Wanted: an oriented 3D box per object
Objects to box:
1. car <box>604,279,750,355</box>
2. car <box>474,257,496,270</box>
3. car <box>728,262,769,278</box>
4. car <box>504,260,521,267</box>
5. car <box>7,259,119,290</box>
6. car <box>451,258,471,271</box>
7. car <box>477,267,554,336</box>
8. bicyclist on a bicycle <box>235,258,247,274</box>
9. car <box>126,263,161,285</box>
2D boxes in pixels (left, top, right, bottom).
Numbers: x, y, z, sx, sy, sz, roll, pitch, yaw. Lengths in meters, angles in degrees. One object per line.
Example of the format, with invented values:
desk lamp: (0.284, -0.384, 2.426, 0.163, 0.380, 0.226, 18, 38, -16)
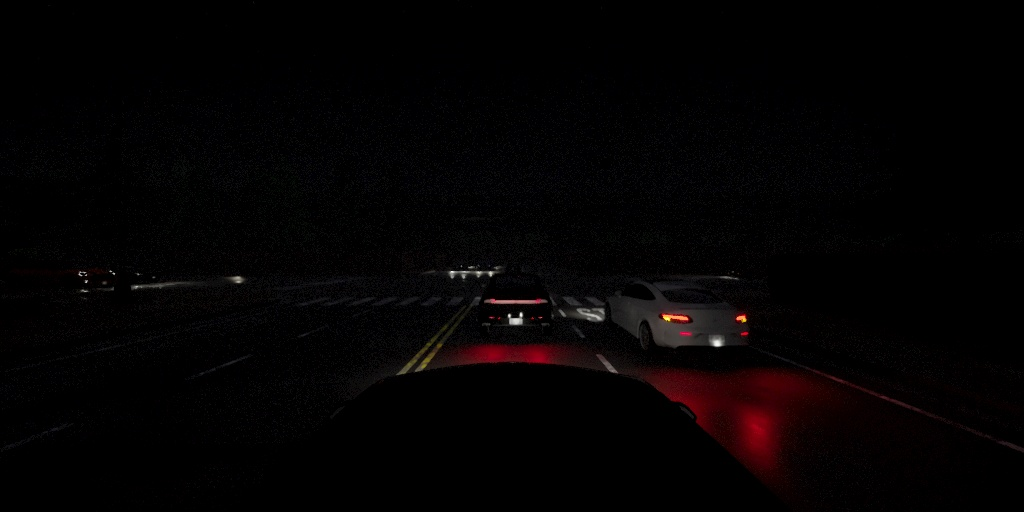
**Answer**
car: (3.591, 1.273, 8.576, 1.812, 1.442, 4.674, 0, 0, 0)
car: (-3.565, 1.206, 48.243, 1.882, 1.535, 5.008, 0, 0, 0)
car: (21.898, 1.244, 32.308, 4.181, 1.385, 1.994, 0, 0, 0)
car: (0.113, 1.256, 44.391, 1.812, 1.442, 4.674, 0, 0, 0)
car: (-26.667, 1.038, 21.407, 4.553, 1.767, 2.097, 0, 0, -2)
car: (-7.064, 1.233, 48.492, 1.837, 1.490, 4.892, 0, 0, 0)
car: (0.094, 1.237, 10.391, 2.128, 1.511, 4.902, 0, 0, 0)
bicyclist on a bicycle: (-27.253, 0.980, 36.046, 0.582, 1.620, 1.656, 0, 0, 0)
car: (-27.316, 1.210, 24.912, 4.674, 1.442, 1.812, 0, 0, -2)
